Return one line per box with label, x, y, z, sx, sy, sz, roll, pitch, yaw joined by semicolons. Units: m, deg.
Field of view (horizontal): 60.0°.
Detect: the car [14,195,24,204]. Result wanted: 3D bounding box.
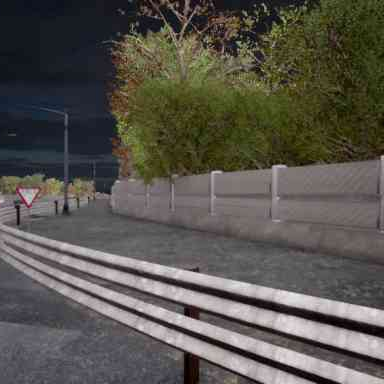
car;-31.582;1.575;61.709;1.895;1.301;4.718;0;0;-19
